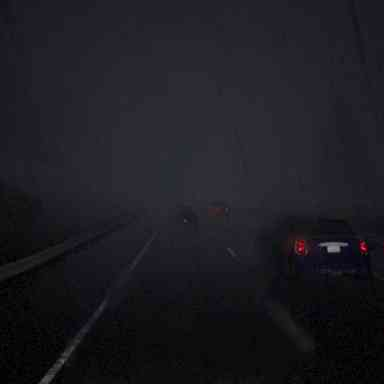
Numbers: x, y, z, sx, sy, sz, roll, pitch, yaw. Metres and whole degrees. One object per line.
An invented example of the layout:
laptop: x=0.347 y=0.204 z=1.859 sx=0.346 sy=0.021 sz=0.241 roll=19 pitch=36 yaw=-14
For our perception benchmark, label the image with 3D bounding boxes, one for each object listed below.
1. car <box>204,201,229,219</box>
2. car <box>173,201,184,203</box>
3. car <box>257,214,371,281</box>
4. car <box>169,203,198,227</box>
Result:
car: x=2.387 y=1.682 z=33.624 sx=2.097 sy=1.767 sz=4.553 roll=0 pitch=-1 yaw=-4
car: x=-1.737 y=1.915 z=41.616 sx=1.837 sy=1.490 sz=4.892 roll=0 pitch=-1 yaw=-5
car: x=3.444 y=1.453 z=10.312 sx=2.097 sy=1.767 sz=4.553 roll=0 pitch=-1 yaw=-1
car: x=-0.579 y=1.768 z=24.548 sx=1.812 sy=1.442 sz=4.674 roll=0 pitch=-1 yaw=-3
